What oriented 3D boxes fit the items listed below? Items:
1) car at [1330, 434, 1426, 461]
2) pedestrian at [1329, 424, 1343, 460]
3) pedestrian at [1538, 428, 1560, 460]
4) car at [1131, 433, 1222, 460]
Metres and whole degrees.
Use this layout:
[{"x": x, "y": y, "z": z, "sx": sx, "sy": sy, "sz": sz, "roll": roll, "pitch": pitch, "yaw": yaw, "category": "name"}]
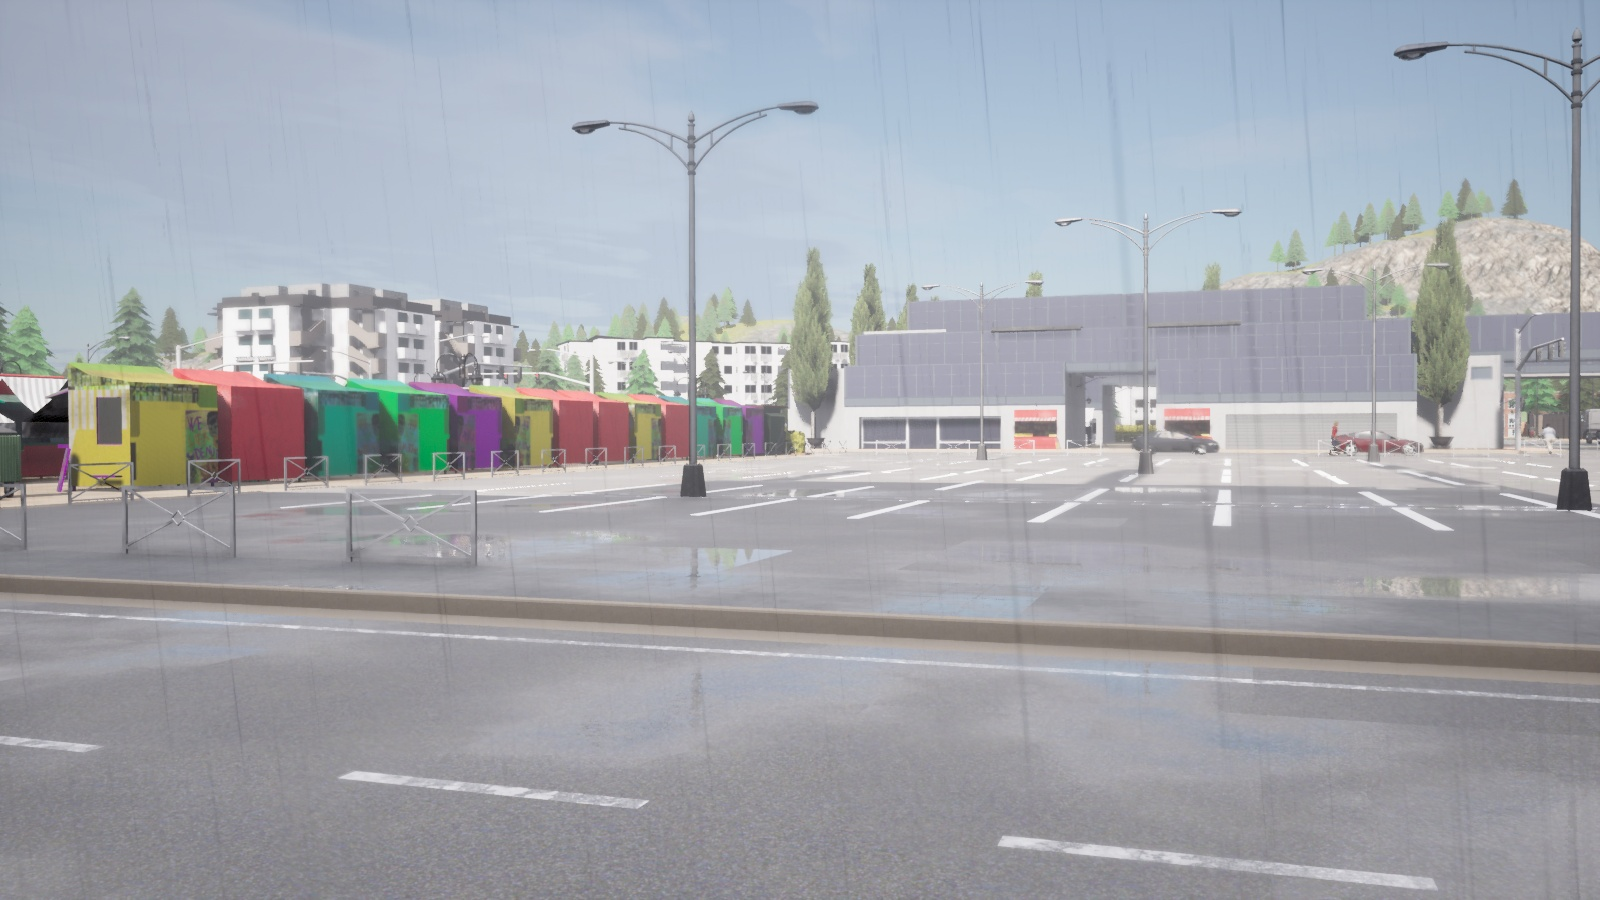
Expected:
[{"x": 32.991, "y": -0.145, "z": 71.838, "sx": 4.792, "sy": 1.488, "sz": 2.163, "roll": 1, "pitch": 1, "yaw": 20, "category": "car"}, {"x": 27.705, "y": -0.394, "z": 64.865, "sx": 0.636, "sy": 1.846, "sz": 0.331, "roll": 1, "pitch": 1, "yaw": 19, "category": "pedestrian"}, {"x": 43.450, "y": -0.343, "z": 72.862, "sx": 0.874, "sy": 1.855, "sz": 0.900, "roll": 0, "pitch": 1, "yaw": 12, "category": "pedestrian"}, {"x": 21.680, "y": -0.238, "z": 72.303, "sx": 4.902, "sy": 1.511, "sz": 2.128, "roll": 1, "pitch": 1, "yaw": 20, "category": "car"}]
